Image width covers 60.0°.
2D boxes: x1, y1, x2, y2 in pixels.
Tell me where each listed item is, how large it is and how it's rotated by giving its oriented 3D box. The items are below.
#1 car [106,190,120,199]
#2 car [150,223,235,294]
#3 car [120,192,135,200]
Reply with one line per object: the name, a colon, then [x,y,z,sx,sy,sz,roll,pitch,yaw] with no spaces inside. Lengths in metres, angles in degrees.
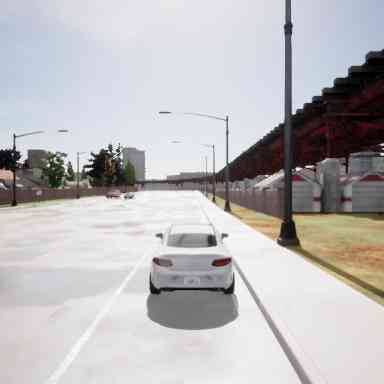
car: [-17.395,0.566,73.950,2.150,2.045,5.566,0,1,0]
car: [0.003,1.525,8.650,1.812,1.442,4.674,0,0,0]
car: [-13.895,0.865,73.986,2.128,1.511,4.902,0,1,0]
